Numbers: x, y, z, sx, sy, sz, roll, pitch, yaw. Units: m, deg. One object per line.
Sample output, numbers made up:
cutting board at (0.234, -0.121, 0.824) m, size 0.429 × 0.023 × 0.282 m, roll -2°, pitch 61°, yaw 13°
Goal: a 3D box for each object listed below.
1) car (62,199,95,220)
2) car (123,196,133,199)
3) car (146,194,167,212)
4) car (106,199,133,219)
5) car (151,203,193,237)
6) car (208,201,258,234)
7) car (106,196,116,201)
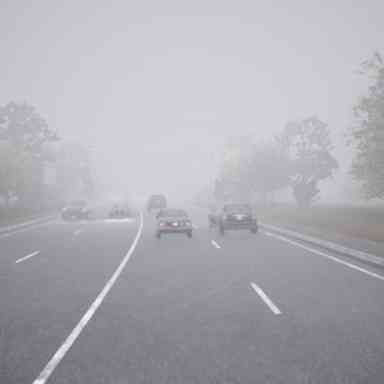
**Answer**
car at (-9.732, 1.413, 28.672) m, size 2.097 × 1.767 × 4.553 m, roll 0°, pitch 0°, yaw -9°
car at (-13.463, 1.589, 69.961) m, size 1.837 × 1.490 × 4.892 m, roll 0°, pitch 0°, yaw -10°
car at (-4.220, 1.289, 39.487) m, size 2.150 × 2.045 × 5.566 m, roll 0°, pitch 0°, yaw -10°
car at (-6.388, 1.621, 29.972) m, size 1.994 × 1.385 × 4.181 m, roll 0°, pitch 0°, yaw -9°
car at (-1.061, 1.577, 18.133) m, size 2.033 × 1.411 × 5.357 m, roll 0°, pitch 0°, yaw -6°
car at (2.260, 1.377, 19.458) m, size 2.097 × 1.767 × 4.553 m, roll 0°, pitch 0°, yaw -6°
car at (-16.904, 1.571, 69.324) m, size 1.882 × 1.535 × 5.008 m, roll 0°, pitch 0°, yaw -10°
